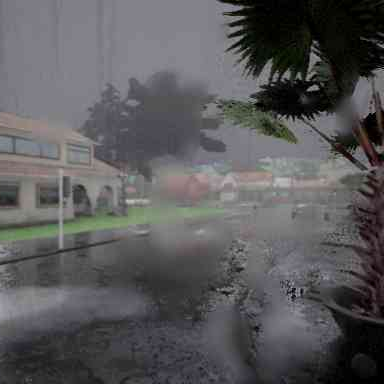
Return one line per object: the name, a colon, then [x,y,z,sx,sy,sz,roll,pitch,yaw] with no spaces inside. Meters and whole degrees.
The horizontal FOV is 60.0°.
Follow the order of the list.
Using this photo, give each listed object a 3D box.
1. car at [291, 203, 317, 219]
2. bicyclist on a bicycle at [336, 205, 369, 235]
car: [10.968,1.795,32.488,1.812,1.442,4.674,0,0,26]
bicyclist on a bicycle: [8.424,1.488,17.427,1.656,1.620,0.582,-1,-1,26]
